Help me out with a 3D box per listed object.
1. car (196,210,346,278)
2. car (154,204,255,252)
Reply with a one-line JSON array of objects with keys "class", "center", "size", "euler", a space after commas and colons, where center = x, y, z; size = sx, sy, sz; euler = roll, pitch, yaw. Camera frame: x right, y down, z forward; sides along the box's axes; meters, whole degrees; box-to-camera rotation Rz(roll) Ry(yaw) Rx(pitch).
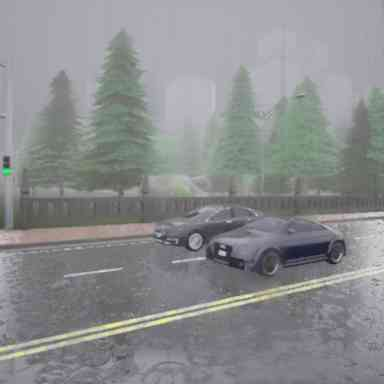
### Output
[{"class": "car", "center": [2.484, 1.385, 9.585], "size": [4.181, 1.385, 1.994], "euler": [0, 1, -31]}, {"class": "car", "center": [0.922, 1.251, 12.731], "size": [4.892, 1.490, 1.837], "euler": [0, 1, -31]}]
